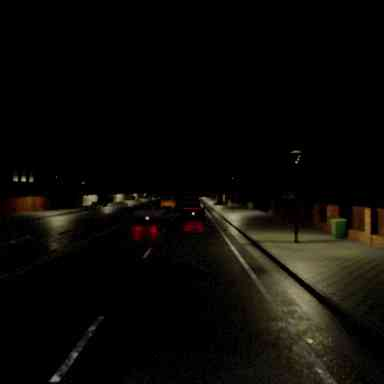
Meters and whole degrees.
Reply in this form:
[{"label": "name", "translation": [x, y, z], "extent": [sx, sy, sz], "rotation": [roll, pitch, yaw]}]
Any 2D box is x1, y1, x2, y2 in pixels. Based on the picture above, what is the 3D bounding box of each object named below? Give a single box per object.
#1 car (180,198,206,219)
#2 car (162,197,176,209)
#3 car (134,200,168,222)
[{"label": "car", "translation": [0.100, 1.467, 28.360], "extent": [1.837, 1.490, 4.892], "rotation": [0, -1, 0]}, {"label": "car", "translation": [-3.151, 1.433, 44.861], "extent": [1.882, 1.535, 5.008], "rotation": [0, 0, 0]}, {"label": "car", "translation": [-3.149, 1.567, 25.655], "extent": [1.895, 1.301, 4.718], "rotation": [0, 0, 0]}]
